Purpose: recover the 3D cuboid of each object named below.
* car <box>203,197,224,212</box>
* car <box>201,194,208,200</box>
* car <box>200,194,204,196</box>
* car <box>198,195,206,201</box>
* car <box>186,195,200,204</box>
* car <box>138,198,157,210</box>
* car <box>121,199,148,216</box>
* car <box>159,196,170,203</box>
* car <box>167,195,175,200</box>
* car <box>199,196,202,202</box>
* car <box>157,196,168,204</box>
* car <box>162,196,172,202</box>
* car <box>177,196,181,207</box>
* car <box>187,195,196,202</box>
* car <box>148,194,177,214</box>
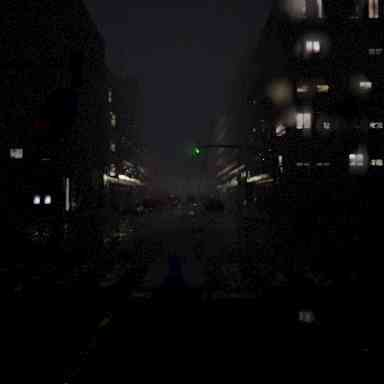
[{"bbox_3d":[2.643,1.563,38.185,1.887,1.381,4.507,1,0,0],"label":"car"},{"bbox_3d":[2.636,1.462,43.709,1.967,1.590,4.097,1,0,0],"label":"car"},{"bbox_3d":[2.590,1.359,76.851,2.192,1.841,5.009,1,0,0],"label":"car"},{"bbox_3d":[2.572,1.618,87.896,1.947,1.339,4.313,1,0,0],"label":"car"},{"bbox_3d":[-0.091,1.387,64.412,2.097,1.767,4.553,0,0,0],"label":"car"},{"bbox_3d":[-5.746,1.566,43.711,1.887,1.381,4.507,1,0,0],"label":"car"},{"bbox_3d":[-5.729,1.541,32.494,1.752,1.417,4.829,1,0,0],"label":"car"},{"bbox_3d":[-5.785,1.590,71.328,2.008,1.369,4.403,1,0,0],"label":"car"},{"bbox_3d":[-5.816,1.582,93.251,1.752,1.417,4.829,1,0,0],"label":"car"},{"bbox_3d":[2.619,1.610,54.756,1.802,1.307,4.206,1,0,0],"label":"car"},{"bbox_3d":[-5.777,1.561,65.635,1.752,1.417,4.829,1,0,0],"label":"car"},{"bbox_3d":[-5.793,1.588,76.852,1.887,1.381,4.507,1,0,0],"label":"car"},{"bbox_3d":[-3.143,1.532,50.759,1.837,1.490,4.892,0,-1,0],"label":"car"},{"bbox_3d":[-0.106,1.473,74.449,1.837,1.490,4.892,0,0,0],"label":"car"},{"bbox_3d":[-3.143,1.240,35.768,2.150,2.045,5.566,0,0,0],"label":"car"}]
